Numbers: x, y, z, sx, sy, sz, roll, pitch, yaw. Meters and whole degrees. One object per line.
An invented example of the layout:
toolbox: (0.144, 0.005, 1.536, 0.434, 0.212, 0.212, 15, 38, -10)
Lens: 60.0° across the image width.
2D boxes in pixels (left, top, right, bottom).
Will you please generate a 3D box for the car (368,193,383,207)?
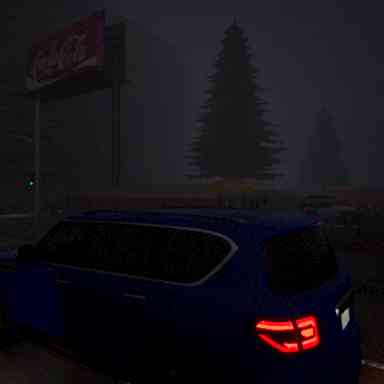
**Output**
car: (26.613, 1.285, 47.798, 3.988, 1.617, 1.851, 0, 0, 35)

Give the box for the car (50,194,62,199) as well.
car: (-13.986, 1.222, 36.249, 2.150, 2.045, 5.566, 0, 0, 35)

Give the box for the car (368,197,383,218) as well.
car: (11.109, 1.338, 24.067, 4.193, 1.474, 1.816, 0, 0, 35)

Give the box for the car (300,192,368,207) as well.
car: (9.169, 1.149, 22.010, 3.866, 1.878, 1.905, 0, 0, 35)

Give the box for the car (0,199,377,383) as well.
car: (-0.795, 1.222, 4.566, 5.566, 2.045, 2.150, 0, 0, 36)
